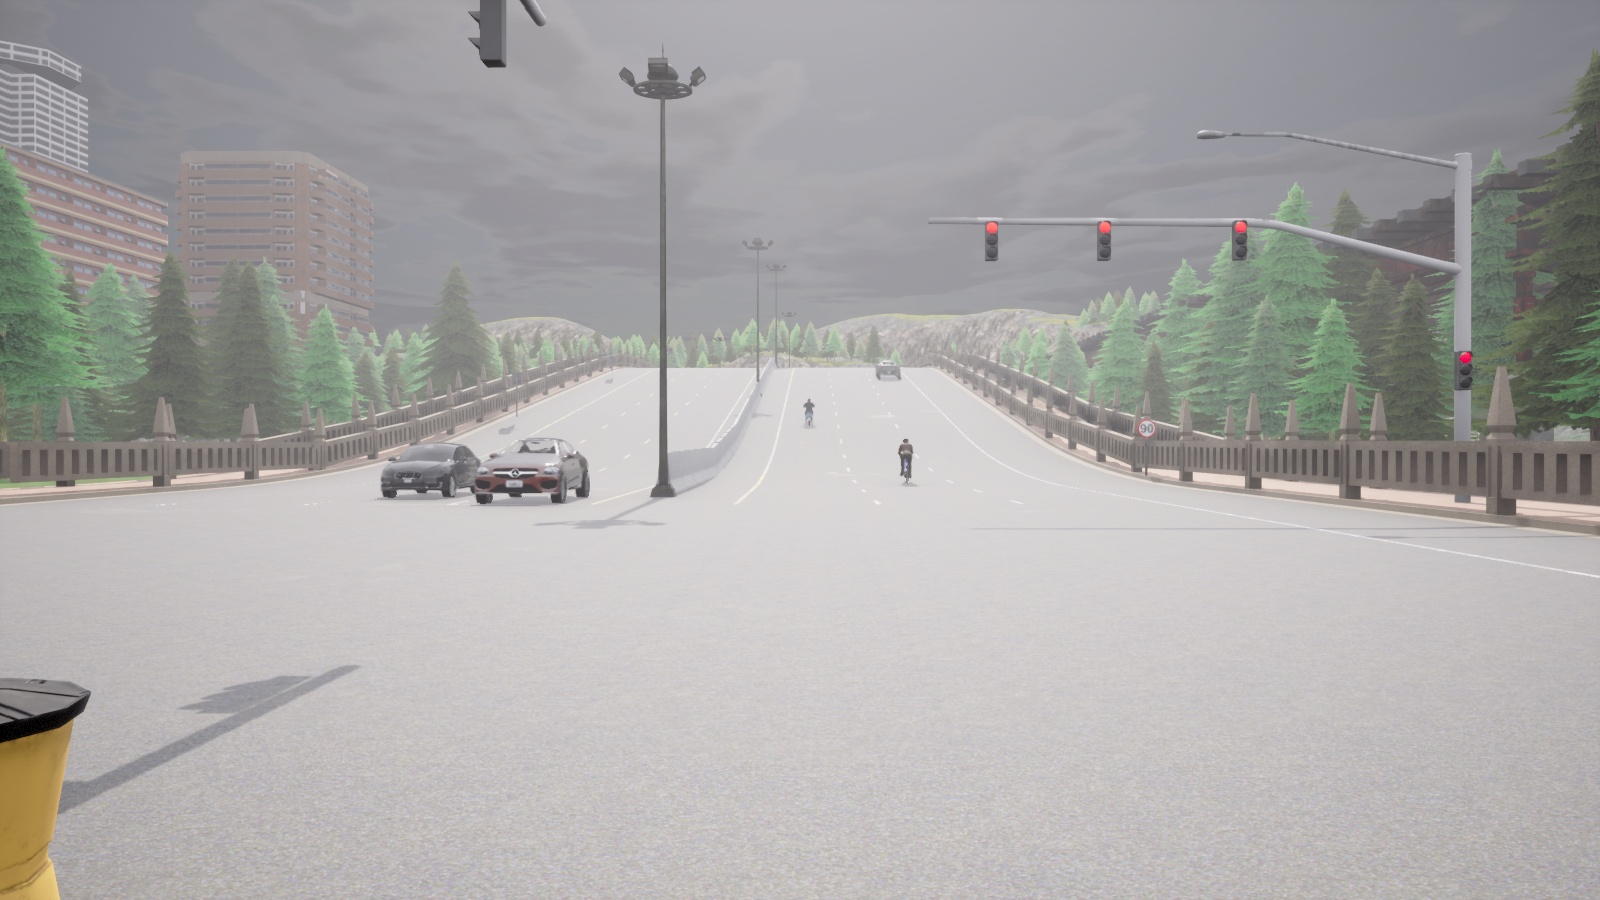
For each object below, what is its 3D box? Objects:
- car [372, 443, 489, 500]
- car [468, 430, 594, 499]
[{"bbox_3d":[-10.294,0.540,35.348,1.837,1.490,4.892,0,0,0],"label":"car"},{"bbox_3d":[-6.810,0.335,32.395,2.152,1.651,5.027,0,0,0],"label":"car"}]
